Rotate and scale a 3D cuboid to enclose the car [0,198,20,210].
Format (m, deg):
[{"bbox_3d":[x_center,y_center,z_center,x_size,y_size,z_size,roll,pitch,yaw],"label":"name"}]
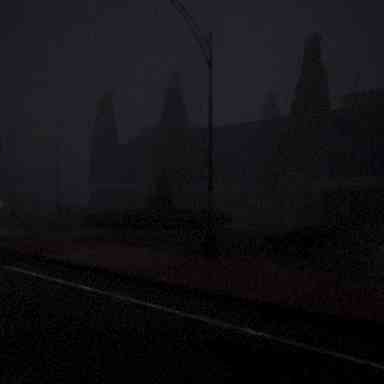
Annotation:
[{"bbox_3d":[-23.724,1.486,42.035,1.812,1.442,4.674,0,0,3],"label":"car"}]
